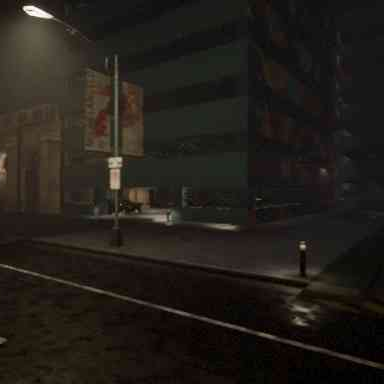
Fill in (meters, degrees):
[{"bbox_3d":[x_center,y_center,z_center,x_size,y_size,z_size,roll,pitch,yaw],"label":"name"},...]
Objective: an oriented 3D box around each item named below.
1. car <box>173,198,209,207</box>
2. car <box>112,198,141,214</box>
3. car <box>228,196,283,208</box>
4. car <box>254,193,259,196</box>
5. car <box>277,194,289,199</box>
[{"bbox_3d":[-0.066,1.425,41.889,4.718,1.301,1.895,0,0,35],"label":"car"},{"bbox_3d":[-7.128,1.375,32.676,4.786,1.482,2.161,0,0,35],"label":"car"},{"bbox_3d":[5.200,1.301,28.964,4.674,1.452,2.002,0,0,35],"label":"car"},{"bbox_3d":[9.977,0.990,57.447,5.566,2.045,2.435,0,0,35],"label":"car"},{"bbox_3d":[24.022,1.431,90.270,4.892,1.521,2.231,0,0,35],"label":"car"}]
